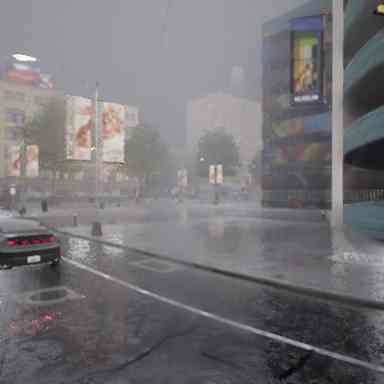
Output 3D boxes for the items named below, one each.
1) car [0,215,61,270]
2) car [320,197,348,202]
[{"bbox_3d":[-5.653,1.488,10.259,1.837,1.490,4.892,0,-1,-42],"label":"car"},{"bbox_3d":[17.638,1.386,42.594,4.674,1.452,2.002,0,0,-42],"label":"car"}]
